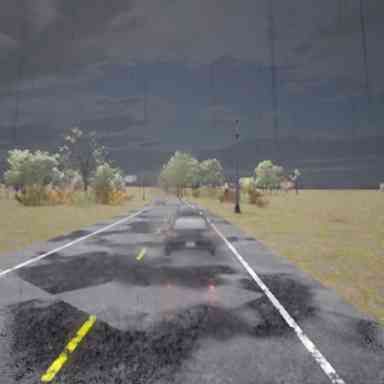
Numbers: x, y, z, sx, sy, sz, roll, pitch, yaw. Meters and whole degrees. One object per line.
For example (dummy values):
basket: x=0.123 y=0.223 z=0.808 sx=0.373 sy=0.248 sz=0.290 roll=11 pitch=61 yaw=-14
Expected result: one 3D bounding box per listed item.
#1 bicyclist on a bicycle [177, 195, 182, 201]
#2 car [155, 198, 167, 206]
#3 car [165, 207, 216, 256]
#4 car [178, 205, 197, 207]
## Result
bicyclist on a bicycle: x=-3.087 y=1.674 z=87.970 sx=0.866 sy=1.612 sz=1.509 roll=0 pitch=0 yaw=-5
car: x=-5.322 y=1.719 z=57.499 sx=2.033 sy=1.411 sz=5.357 roll=0 pitch=0 yaw=-3
car: x=-0.067 y=1.568 z=13.284 sx=1.812 sy=1.442 sz=4.674 roll=0 pitch=0 yaw=0
car: x=-0.377 y=1.684 z=26.963 sx=1.895 sy=1.301 sz=4.718 roll=0 pitch=0 yaw=-1
